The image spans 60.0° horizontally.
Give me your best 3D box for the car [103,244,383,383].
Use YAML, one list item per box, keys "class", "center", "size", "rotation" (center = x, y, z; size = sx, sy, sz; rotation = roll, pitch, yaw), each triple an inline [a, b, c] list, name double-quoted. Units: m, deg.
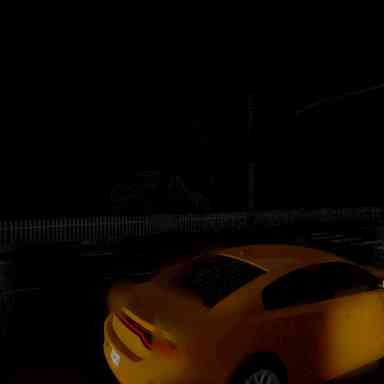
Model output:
- class: "car"
  center: [1.377, 1.478, 4.560]
  size: [5.008, 1.535, 1.882]
  rotation: [0, 0, -30]
